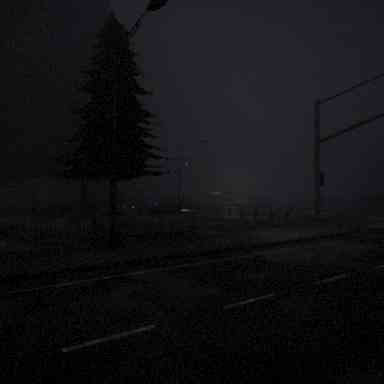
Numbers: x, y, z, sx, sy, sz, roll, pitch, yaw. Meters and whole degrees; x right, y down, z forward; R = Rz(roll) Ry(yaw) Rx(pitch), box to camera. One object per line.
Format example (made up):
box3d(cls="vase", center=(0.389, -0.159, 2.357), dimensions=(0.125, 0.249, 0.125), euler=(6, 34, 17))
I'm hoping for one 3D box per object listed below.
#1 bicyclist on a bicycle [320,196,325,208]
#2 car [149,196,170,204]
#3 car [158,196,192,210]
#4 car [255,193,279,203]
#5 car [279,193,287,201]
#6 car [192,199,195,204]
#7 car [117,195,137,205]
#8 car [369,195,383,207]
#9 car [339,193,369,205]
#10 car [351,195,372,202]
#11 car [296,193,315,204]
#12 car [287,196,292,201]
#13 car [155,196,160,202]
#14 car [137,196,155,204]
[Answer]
box3d(cls="bicyclist on a bicycle", center=(16.682, 1.342, 42.747), dimensions=(1.656, 1.620, 0.582), euler=(0, 0, -36))
box3d(cls="car", center=(-6.734, 1.597, 68.708), dimensions=(2.033, 1.411, 5.357), euler=(0, 0, -36))
box3d(cls="car", center=(-2.325, 1.589, 44.400), dimensions=(1.994, 1.385, 4.181), euler=(0, 0, -36))
box3d(cls="car", center=(17.676, 1.458, 78.486), dimensions=(1.970, 1.475, 3.806), euler=(0, 0, -36))
box3d(cls="car", center=(20.034, 1.429, 80.165), dimensions=(1.784, 1.438, 3.905), euler=(0, 0, -36))
box3d(cls="car", center=(-1.300, 1.600, 61.230), dimensions=(1.994, 1.385, 4.181), euler=(0, 0, -35))
box3d(cls="car", center=(-12.031, 1.310, 58.081), dimensions=(1.882, 1.535, 5.008), euler=(0, 0, -36))
box3d(cls="car", center=(27.284, 1.203, 45.408), dimensions=(1.932, 1.855, 4.605), euler=(0, 0, -36))
box3d(cls="car", center=(35.451, 1.226, 72.718), dimensions=(1.932, 1.855, 4.605), euler=(0, 0, -36))
box3d(cls="car", center=(37.847, 1.440, 74.346), dimensions=(1.784, 1.438, 3.905), euler=(0, 0, -36))
box3d(cls="car", center=(21.741, 1.451, 62.839), dimensions=(1.970, 1.475, 3.806), euler=(0, 0, -36))
box3d(cls="car", center=(22.190, 1.221, 81.763), dimensions=(1.932, 1.855, 4.605), euler=(0, 0, -36))
box3d(cls="car", center=(-4.257, 1.597, 59.361), dimensions=(1.994, 1.385, 4.181), euler=(0, 0, -36))
box3d(cls="car", center=(-9.577, 1.511, 66.667), dimensions=(1.882, 1.535, 5.008), euler=(0, 0, -36))
